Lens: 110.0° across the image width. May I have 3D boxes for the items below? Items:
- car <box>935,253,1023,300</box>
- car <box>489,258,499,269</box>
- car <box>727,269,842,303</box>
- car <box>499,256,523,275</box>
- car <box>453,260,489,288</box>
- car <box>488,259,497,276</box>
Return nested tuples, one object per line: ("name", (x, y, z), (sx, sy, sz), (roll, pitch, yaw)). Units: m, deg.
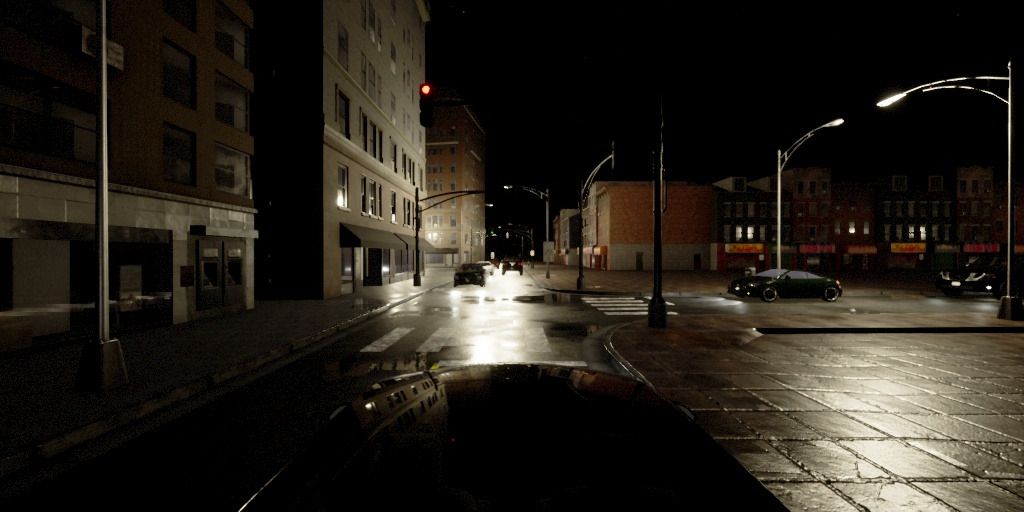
("car", (22.621, 0.879, 16.058), (5.566, 2.045, 2.150), (0, 0, -1))
("car", (-2.773, 1.046, 52.444), (1.882, 1.535, 5.008), (0, 0, 0))
("car", (12.039, 1.261, 15.999), (4.181, 1.385, 1.994), (0, 0, 0))
("car", (0.049, 0.976, 38.991), (2.150, 2.045, 5.566), (0, 0, 0))
("car", (-2.745, 1.229, 24.067), (1.882, 1.535, 5.008), (0, 0, -1))
("car", (-2.859, 1.281, 37.009), (1.812, 1.442, 4.674), (0, 0, 0))
